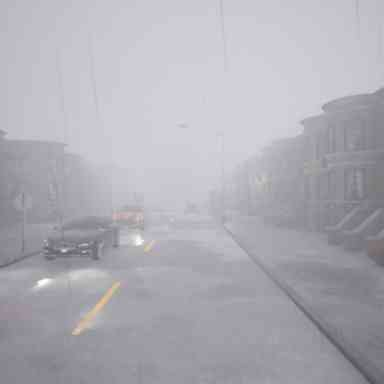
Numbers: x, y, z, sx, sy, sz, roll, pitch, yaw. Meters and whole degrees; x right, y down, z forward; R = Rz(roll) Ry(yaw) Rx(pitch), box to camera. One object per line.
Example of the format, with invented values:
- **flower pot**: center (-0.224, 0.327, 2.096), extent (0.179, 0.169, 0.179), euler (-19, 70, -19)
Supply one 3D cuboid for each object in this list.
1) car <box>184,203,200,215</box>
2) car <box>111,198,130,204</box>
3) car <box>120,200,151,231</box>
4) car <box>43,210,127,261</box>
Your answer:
- **car**: center (0.030, 2.017, 40.865), extent (2.033, 1.411, 5.357), euler (0, -1, 1)
- **car**: center (-19.311, 2.384, 90.311), extent (4.611, 1.667, 2.242), euler (0, -1, 10)
- **car**: center (-4.066, 1.616, 22.864), extent (2.097, 1.767, 4.553), euler (0, -1, 0)
- **car**: center (-4.093, 1.656, 13.071), extent (1.837, 1.490, 4.892), euler (0, -1, 0)
